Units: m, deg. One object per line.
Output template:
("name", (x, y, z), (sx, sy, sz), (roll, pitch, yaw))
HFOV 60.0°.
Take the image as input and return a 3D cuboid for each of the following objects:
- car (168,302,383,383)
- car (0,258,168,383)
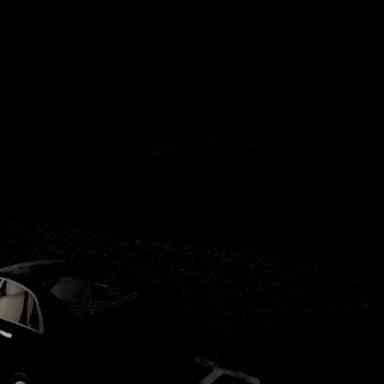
("car", (2.571, 1.312, 1.025), (5.009, 1.841, 2.192), (0, -1, 36))
("car", (-2.009, 1.549, 4.289), (4.403, 1.369, 2.008), (0, -1, 36))
